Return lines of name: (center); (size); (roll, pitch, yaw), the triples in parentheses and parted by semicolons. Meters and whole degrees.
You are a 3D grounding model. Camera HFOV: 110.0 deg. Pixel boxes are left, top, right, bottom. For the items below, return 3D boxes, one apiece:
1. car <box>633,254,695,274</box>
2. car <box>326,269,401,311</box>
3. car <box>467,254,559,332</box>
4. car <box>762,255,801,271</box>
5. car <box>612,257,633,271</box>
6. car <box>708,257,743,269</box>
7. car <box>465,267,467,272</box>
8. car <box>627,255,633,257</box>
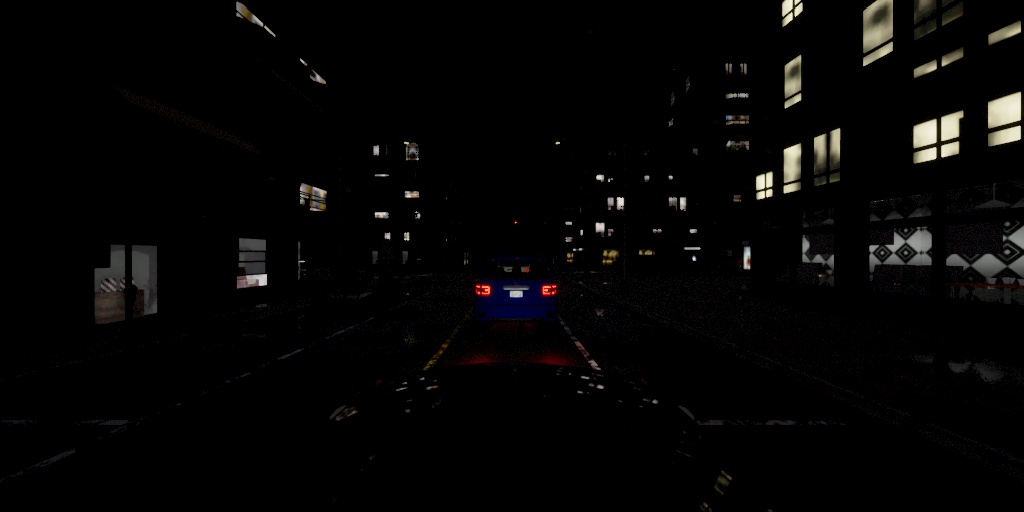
car: (14.721, 0.778, 34.358); (5.009, 1.841, 2.192); (0, 0, 0)
car: (-5.736, 1.332, 14.384); (1.802, 1.307, 4.207); (0, 0, 0)
car: (0.101, 0.971, 10.979); (2.150, 2.045, 5.566); (0, 0, 0)
car: (25.815, 0.822, 34.451); (4.313, 1.339, 1.948); (0, 0, 0)
car: (13.920, 1.068, 40.141); (4.718, 1.301, 1.895); (-1, 0, 0)
car: (25.681, 0.824, 42.831); (4.207, 1.307, 1.802); (0, 0, 0)
car: (-2.841, 1.377, 40.000); (4.718, 1.301, 1.895); (-1, 0, 0)
car: (14.589, 0.764, 42.737); (5.009, 1.841, 2.192); (0, 0, 0)
